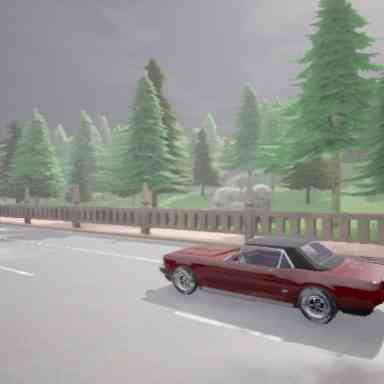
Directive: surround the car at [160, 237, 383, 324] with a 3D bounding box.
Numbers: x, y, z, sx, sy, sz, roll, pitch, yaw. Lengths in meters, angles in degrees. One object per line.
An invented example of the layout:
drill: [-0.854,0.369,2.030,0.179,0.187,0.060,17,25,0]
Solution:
car: [1.571,1.652,7.263,4.718,1.301,1.895,-1,-1,36]
